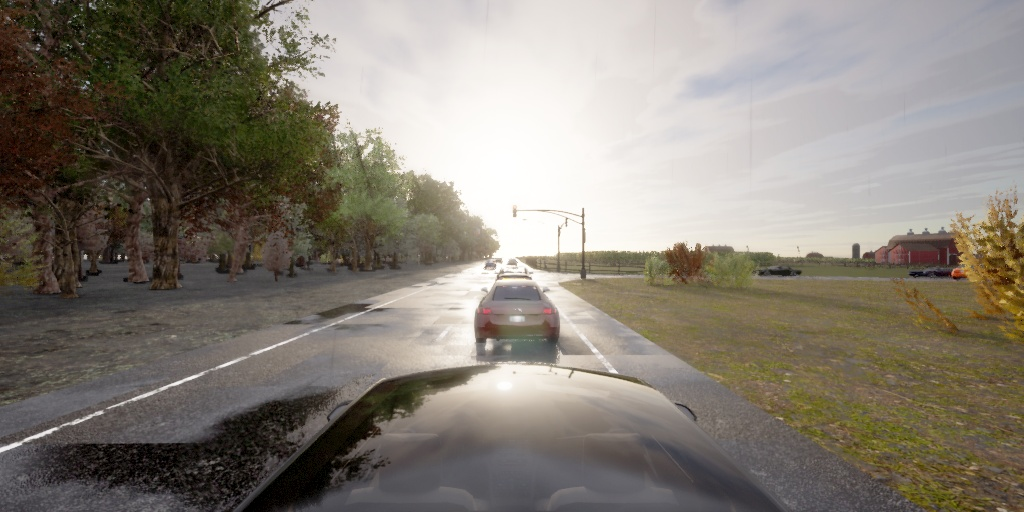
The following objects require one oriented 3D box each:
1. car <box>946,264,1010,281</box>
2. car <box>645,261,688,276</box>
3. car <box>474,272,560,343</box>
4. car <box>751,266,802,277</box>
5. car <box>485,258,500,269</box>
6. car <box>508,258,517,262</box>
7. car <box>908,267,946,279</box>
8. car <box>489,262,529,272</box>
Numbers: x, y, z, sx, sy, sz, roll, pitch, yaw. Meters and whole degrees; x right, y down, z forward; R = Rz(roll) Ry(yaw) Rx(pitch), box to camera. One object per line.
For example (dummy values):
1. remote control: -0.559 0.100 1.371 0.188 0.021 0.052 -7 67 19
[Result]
1. car: 48.889 1.633 37.213 4.553 1.767 2.097 1 -1 0
2. car: 17.546 1.351 40.978 4.553 1.767 2.097 1 -1 1
3. car: 0.100 1.316 9.675 1.994 1.385 4.181 0 0 0
4. car: 30.068 1.736 40.885 4.718 1.301 1.895 1 -1 0
5. car: -3.425 1.302 58.740 2.033 1.411 5.357 0 0 0
6. car: 0.036 1.301 64.106 2.033 1.411 5.357 0 0 0
7. car: 48.248 1.934 40.761 4.718 1.301 1.895 1 -1 1
8. car: 0.094 1.245 18.573 2.128 1.511 4.902 0 0 0
